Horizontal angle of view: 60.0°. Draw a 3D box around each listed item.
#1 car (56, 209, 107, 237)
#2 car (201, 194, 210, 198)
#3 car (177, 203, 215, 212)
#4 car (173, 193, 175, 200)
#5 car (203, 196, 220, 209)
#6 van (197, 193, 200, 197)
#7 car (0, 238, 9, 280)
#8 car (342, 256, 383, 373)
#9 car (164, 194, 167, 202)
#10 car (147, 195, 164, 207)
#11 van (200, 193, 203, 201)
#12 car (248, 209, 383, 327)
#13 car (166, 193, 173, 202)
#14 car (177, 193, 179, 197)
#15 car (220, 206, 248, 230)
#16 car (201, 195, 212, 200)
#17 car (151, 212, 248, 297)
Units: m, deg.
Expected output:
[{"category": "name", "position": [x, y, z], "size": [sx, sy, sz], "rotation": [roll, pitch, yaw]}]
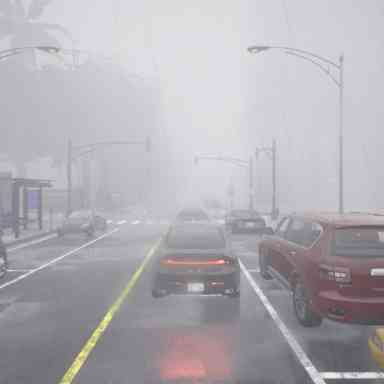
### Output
[{"category": "car", "position": [-5.750, 1.575, 17.828], "size": [1.802, 1.307, 4.206], "rotation": [0, 0, 0]}, {"category": "car", "position": [2.807, 1.490, 55.250], "size": [1.752, 1.417, 4.829], "rotation": [0, 0, 0]}, {"category": "car", "position": [0.017, 1.557, 18.561], "size": [1.994, 1.385, 4.181], "rotation": [0, 0, 0]}, {"category": "car", "position": [-5.700, 1.252, 76.788], "size": [2.192, 1.841, 5.009], "rotation": [0, 0, 0]}, {"category": "car", "position": [2.798, 1.541, 44.239], "size": [1.947, 1.339, 4.313], "rotation": [0, 0, 0]}, {"category": "van", "position": [2.830, 1.270, 82.182], "size": [1.690, 1.788, 3.998], "rotation": [0, 0, 0]}, {"category": "car", "position": [-5.760, 1.438, 6.975], "size": [1.967, 1.590, 4.097], "rotation": [0, 0, 0]}, {"category": "car", "position": [2.761, 1.525, 1.697], "size": [1.752, 1.417, 4.829], "rotation": [0, 0, 0]}, {"category": "car", "position": [-5.719, 1.405, 55.107], "size": [1.967, 1.590, 4.097], "rotation": [0, 0, 0]}, {"category": "car", "position": [-5.723, 1.521, 49.687], "size": [2.008, 1.369, 4.403], "rotation": [0, 0, 0]}, {"category": "van", "position": [2.811, 1.300, 60.500], "size": [1.690, 1.788, 3.998], "rotation": [0, 0, 0]}, {"category": "car", "position": [2.765, 1.313, 6.952], "size": [2.192, 1.841, 5.009], "rotation": [0, 0, 0]}, {"category": "car", "position": [-5.704, 1.386, 71.368], "size": [1.967, 1.590, 4.097], "rotation": [0, 0, 0]}, {"category": "car", "position": [-5.686, 1.225, 93.049], "size": [2.192, 1.841, 5.009], "rotation": [0, 0, 0]}, {"category": "car", "position": [2.775, 1.559, 17.803], "size": [1.947, 1.339, 4.313], "rotation": [0, 0, 0]}, {"category": "car", "position": [2.803, 1.536, 49.660], "size": [1.947, 1.339, 4.313], "rotation": [0, 0, 0]}, {"category": "car", "position": [0.083, 1.502, 8.533], "size": [1.837, 1.490, 4.892], "rotation": [0, 0, 0]}]
